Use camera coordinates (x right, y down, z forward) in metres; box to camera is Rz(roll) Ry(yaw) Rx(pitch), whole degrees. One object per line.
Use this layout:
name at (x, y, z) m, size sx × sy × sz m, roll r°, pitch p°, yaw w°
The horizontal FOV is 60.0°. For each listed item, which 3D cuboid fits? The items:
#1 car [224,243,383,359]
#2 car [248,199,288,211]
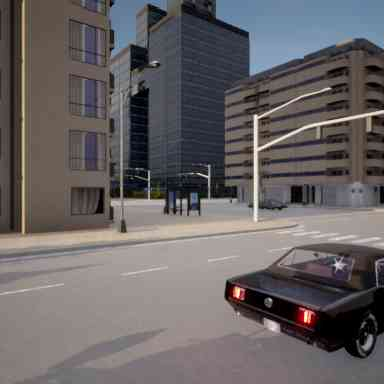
car at (2.922, 1.601, 6.009) m, size 4.718 × 1.301 × 1.895 m, roll 0°, pitch 0°, yaw -36°
car at (9.638, 1.601, 42.608) m, size 2.033 × 1.411 × 5.357 m, roll 0°, pitch 0°, yaw -38°
